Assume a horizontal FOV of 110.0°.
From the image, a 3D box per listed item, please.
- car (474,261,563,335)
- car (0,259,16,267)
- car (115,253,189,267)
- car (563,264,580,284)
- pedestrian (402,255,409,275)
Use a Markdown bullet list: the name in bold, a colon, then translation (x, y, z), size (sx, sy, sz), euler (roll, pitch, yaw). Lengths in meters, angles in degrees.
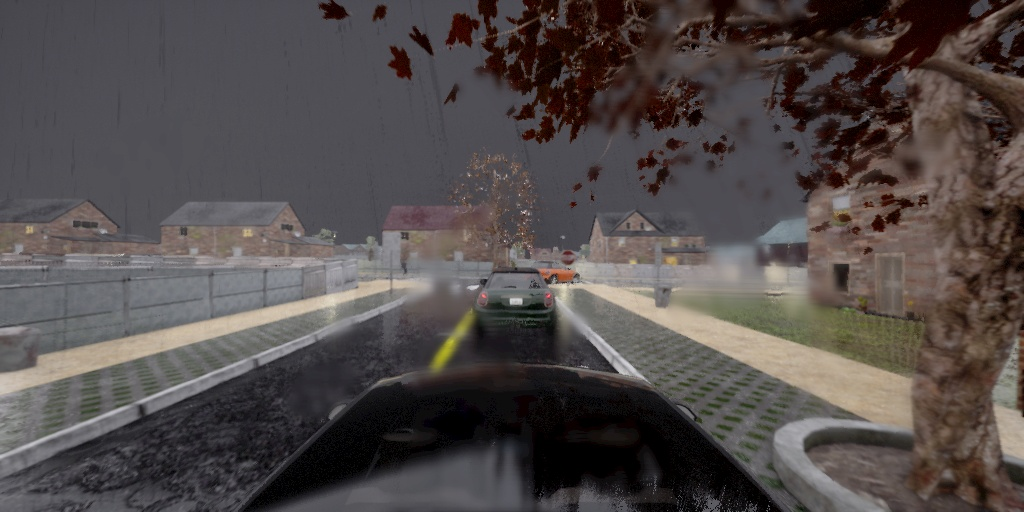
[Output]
- **car**: translation (0.100, 1.104, 10.676), size (2.097, 1.767, 4.553), euler (0, 0, 0)
- **car**: translation (-44.152, 0.566, 29.433), size (5.357, 1.411, 2.033), euler (1, 0, 0)
- **car**: translation (-26.615, 0.634, 26.650), size (4.553, 1.767, 2.097), euler (1, 0, 0)
- **car**: translation (3.002, 1.177, 25.439), size (2.097, 1.767, 4.553), euler (1, -1, 38)
- **pedestrian**: translation (-9.698, 0.776, 32.615), size (0.375, 1.860, 0.375), euler (0, -2, 0)
